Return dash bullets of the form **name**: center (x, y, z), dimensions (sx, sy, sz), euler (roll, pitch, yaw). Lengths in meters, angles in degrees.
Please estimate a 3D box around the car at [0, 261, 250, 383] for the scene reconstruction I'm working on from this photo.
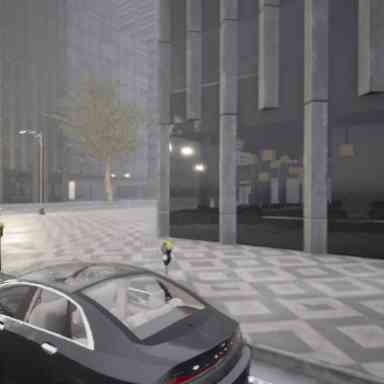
- **car**: center (-1.477, 1.543, 4.015), dimensions (4.403, 1.369, 2.008), euler (0, 0, 36)
